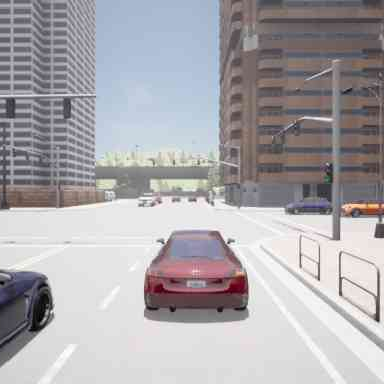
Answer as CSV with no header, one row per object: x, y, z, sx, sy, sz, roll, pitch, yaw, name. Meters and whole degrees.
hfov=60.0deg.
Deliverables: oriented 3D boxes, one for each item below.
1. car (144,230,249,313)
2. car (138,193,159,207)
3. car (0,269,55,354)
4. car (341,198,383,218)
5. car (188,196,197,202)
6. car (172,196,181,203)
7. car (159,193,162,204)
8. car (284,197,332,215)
0.092,1.564,7.775,1.994,1.385,4.181,0,0,0,car
-7.014,1.221,52.173,2.150,2.045,5.566,0,0,0,car
-3.434,1.564,4.207,1.994,1.385,4.181,0,0,1,car
15.563,1.352,29.616,4.553,1.767,2.097,0,0,1,car
0.114,1.524,73.412,2.128,1.511,4.902,0,0,0,car
-3.356,1.542,71.955,2.033,1.411,5.357,0,0,0,car
-6.963,1.223,62.765,2.150,2.045,5.566,0,0,1,car
11.593,1.352,33.203,4.553,1.767,2.097,0,0,2,car
